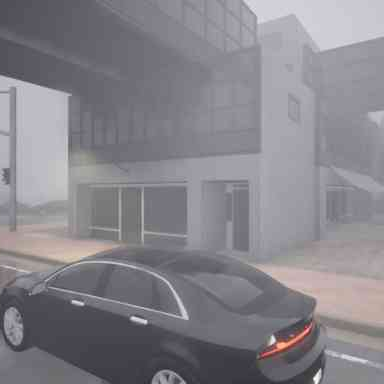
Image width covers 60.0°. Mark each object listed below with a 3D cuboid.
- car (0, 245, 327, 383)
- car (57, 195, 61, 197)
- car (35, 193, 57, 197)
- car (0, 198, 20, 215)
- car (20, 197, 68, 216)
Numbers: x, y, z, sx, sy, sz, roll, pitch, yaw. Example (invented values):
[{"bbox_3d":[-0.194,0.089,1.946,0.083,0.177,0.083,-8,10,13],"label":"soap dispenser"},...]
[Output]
[{"bbox_3d":[-0.788,1.505,4.555,4.892,1.490,1.837,0,0,36],"label":"car"},{"bbox_3d":[-29.471,1.364,72.196,3.905,1.438,1.784,0,0,35],"label":"car"},{"bbox_3d":[-31.200,1.153,69.870,4.605,1.855,1.932,0,0,35],"label":"car"},{"bbox_3d":[-18.344,1.564,33.145,1.994,1.385,4.181,0,0,36],"label":"car"},{"bbox_3d":[-13.966,1.505,33.197,1.837,1.490,4.892,0,0,36],"label":"car"}]
